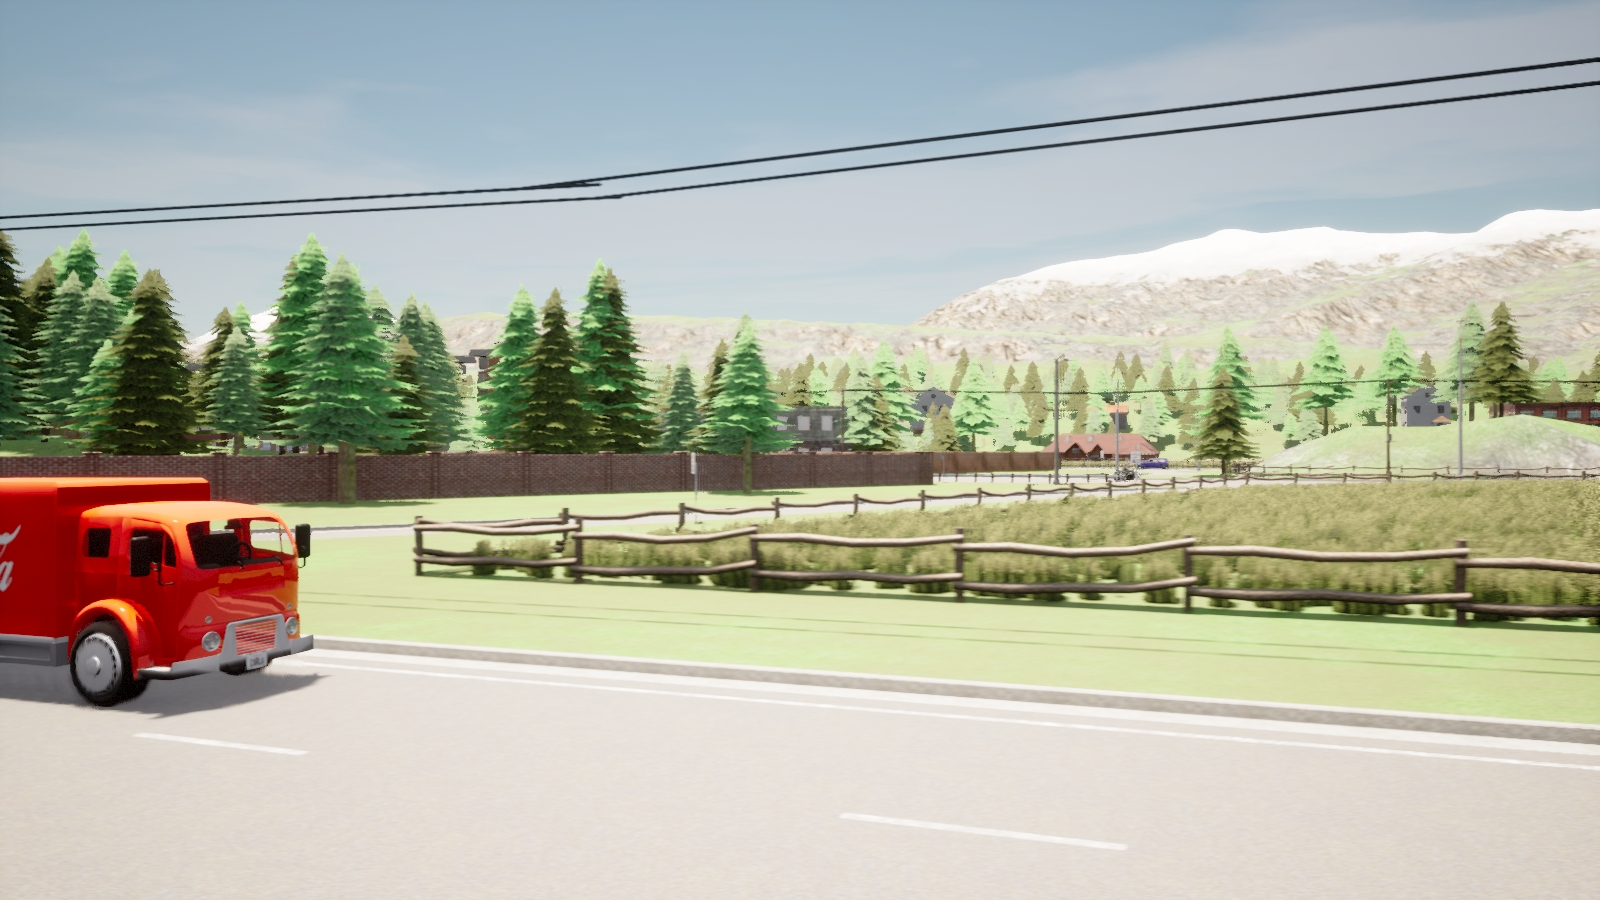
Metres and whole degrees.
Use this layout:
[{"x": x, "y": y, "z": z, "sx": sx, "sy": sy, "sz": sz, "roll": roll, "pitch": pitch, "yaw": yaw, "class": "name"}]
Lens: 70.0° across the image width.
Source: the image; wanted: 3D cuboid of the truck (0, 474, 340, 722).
[{"x": -8.623, "y": 1.568, "z": 13.887, "sx": 5.204, "sy": 2.467, "sz": 2.627, "roll": 0, "pitch": 0, "yaw": 20, "class": "truck"}]
